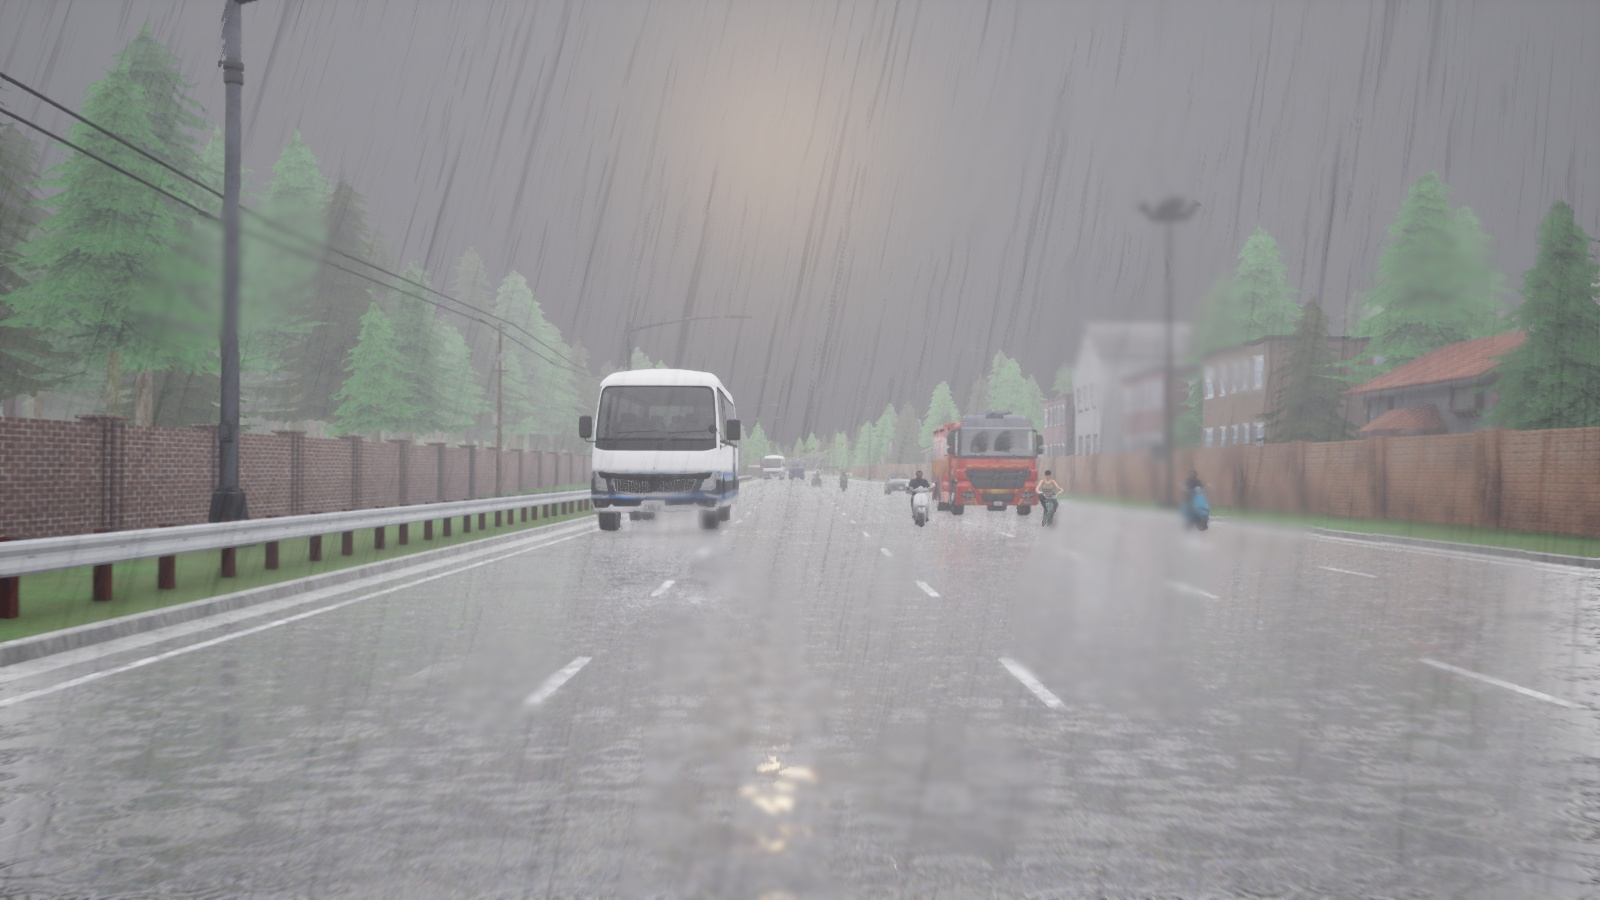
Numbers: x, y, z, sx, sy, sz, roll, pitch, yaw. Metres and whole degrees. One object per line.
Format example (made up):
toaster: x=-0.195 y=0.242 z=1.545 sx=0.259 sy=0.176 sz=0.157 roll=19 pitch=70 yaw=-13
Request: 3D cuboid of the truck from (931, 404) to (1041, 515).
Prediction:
truck: x=6.875 y=0.422 z=47.610 sx=2.891 sy=3.827 sz=8.468 roll=0 pitch=-1 yaw=0

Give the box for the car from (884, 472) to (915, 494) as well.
car: x=6.782 y=2.242 z=86.001 sx=1.816 sy=1.474 sz=4.193 roll=0 pitch=-1 yaw=0

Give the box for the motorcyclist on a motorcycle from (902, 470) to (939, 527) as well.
motorcyclist on a motorcycle: x=3.411 y=1.354 z=35.802 sx=0.866 sy=1.590 sz=1.817 roll=0 pitch=-1 yaw=0

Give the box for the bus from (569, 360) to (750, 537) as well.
bus: x=-3.593 y=0.046 z=35.423 sx=3.944 sy=4.253 sz=10.273 roll=0 pitch=-1 yaw=0

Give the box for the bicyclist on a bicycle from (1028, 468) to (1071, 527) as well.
bicyclist on a bicycle: x=6.917 y=1.308 z=34.871 sx=0.866 sy=1.612 sz=1.509 roll=0 pitch=-1 yaw=0

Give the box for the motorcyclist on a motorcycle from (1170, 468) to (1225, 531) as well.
motorcyclist on a motorcycle: x=10.416 y=1.279 z=32.965 sx=0.866 sy=1.590 sz=1.817 roll=0 pitch=-1 yaw=0
